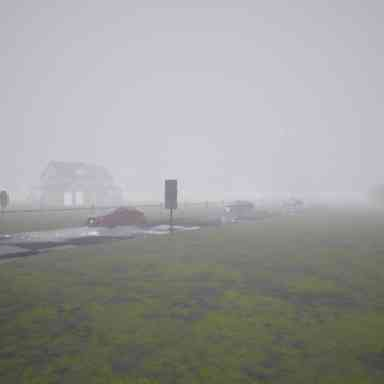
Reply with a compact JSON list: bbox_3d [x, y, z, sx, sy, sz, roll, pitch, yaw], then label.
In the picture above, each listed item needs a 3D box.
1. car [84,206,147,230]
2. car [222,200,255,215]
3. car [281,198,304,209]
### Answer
[{"bbox_3d":[-4.912,1.612,21.718,1.994,1.385,4.181,0,0,36],"label":"car"},{"bbox_3d":[5.046,1.610,35.535,2.128,1.511,4.902,0,0,36],"label":"car"},{"bbox_3d":[15.001,1.660,49.201,2.033,1.411,5.357,0,0,36],"label":"car"}]
